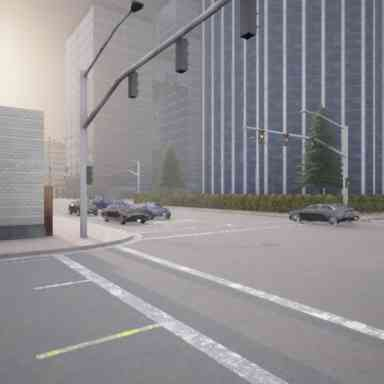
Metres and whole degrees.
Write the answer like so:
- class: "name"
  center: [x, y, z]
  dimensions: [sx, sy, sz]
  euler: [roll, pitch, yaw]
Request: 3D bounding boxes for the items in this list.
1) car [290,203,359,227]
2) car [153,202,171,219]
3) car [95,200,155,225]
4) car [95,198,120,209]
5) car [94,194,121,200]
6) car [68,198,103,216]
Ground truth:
- class: "car"
  center: [9.200, 1.535, 23.539]
  dimensions: [2.128, 1.511, 4.902]
  euler: [0, 0, -36]
- class: "car"
  center: [-3.644, 1.581, 29.099]
  dimensions: [1.812, 1.442, 4.674]
  euler: [0, 0, -36]
- class: "car"
  center: [-5.237, 1.603, 25.285]
  dimensions: [2.033, 1.411, 5.357]
  euler: [0, 0, -36]
- class: "car"
  center: [-12.005, 1.559, 47.028]
  dimensions: [1.837, 1.490, 4.892]
  euler: [0, 0, -36]
- class: "car"
  center: [-9.309, 1.277, 36.969]
  dimensions: [2.150, 2.045, 5.566]
  euler: [0, 0, -36]
- class: "car"
  center: [-10.910, 1.560, 33.192]
  dimensions: [1.837, 1.490, 4.892]
  euler: [0, 0, -36]
